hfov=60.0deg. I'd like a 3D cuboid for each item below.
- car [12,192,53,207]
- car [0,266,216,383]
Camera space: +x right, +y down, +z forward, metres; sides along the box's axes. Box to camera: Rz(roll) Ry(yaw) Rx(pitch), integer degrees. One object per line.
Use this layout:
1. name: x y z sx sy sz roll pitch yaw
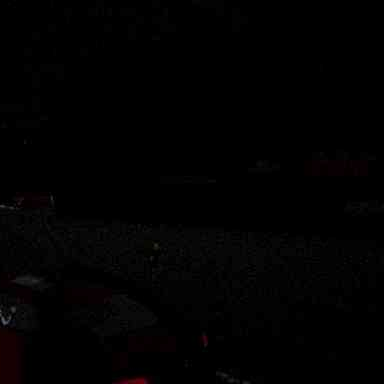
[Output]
1. car: -19.736 0.868 41.286 2.097 1.767 4.553 1 2 35
2. car: -1.705 1.591 4.013 4.206 1.307 1.802 0 1 35
